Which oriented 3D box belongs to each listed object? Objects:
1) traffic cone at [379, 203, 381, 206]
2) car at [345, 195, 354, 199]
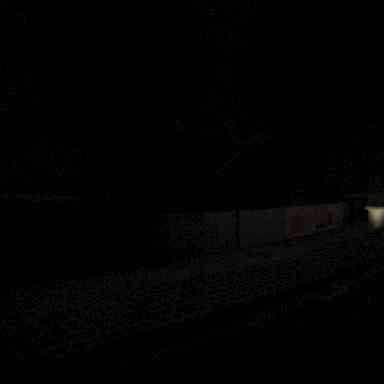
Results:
[{"bbox_3d":[28.225,1.877,50.008,0.340,0.580,0.340,0,0,12],"label":"traffic cone"},{"bbox_3d":[31.463,1.418,66.286,1.812,1.442,4.674,0,0,-4],"label":"car"}]
